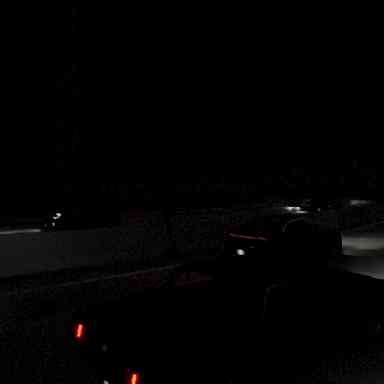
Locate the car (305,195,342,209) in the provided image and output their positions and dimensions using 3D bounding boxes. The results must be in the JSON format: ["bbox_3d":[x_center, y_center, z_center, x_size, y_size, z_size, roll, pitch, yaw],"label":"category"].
[{"bbox_3d":[13.374,1.305,33.111,2.150,2.045,5.566,0,0,35],"label":"car"}]

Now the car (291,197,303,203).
[{"bbox_3d":[26.498,1.945,84.157,1.812,1.442,4.674,0,-1,3],"label":"car"}]

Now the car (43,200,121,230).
[{"bbox_3d":[-6.933,1.404,21.092,4.553,1.767,2.097,0,0,-41],"label":"car"}]

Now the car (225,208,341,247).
[{"bbox_3d":[3.218,1.507,11.121,4.902,1.511,2.128,0,0,-41],"label":"car"}]

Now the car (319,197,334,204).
[{"bbox_3d":[28.971,1.847,71.630,1.837,1.490,4.892,0,-1,9],"label":"car"}]

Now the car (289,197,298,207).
[{"bbox_3d":[17.249,1.788,55.173,1.994,1.385,4.181,0,0,22],"label":"car"}]

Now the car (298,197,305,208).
[{"bbox_3d":[16.064,1.369,44.227,2.150,2.045,5.566,0,-1,28],"label":"car"}]

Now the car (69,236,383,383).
[{"bbox_3d":[0.948,1.608,4.647,4.718,1.301,1.895,0,0,-38],"label":"car"}]
